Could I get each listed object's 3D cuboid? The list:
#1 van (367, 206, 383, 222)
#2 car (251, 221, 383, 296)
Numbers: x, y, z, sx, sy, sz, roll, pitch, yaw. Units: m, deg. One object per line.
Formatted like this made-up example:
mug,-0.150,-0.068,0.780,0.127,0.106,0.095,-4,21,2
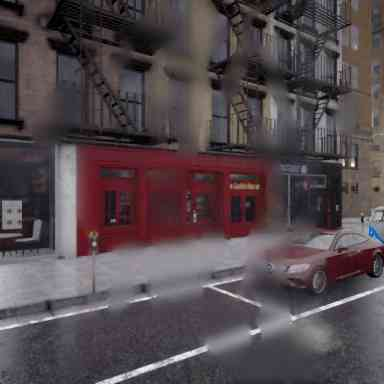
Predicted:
van,7.814,1.341,11.720,3.998,1.788,1.690,0,0,-35
car,3.403,1.582,8.595,4.206,1.307,1.802,0,0,-35
